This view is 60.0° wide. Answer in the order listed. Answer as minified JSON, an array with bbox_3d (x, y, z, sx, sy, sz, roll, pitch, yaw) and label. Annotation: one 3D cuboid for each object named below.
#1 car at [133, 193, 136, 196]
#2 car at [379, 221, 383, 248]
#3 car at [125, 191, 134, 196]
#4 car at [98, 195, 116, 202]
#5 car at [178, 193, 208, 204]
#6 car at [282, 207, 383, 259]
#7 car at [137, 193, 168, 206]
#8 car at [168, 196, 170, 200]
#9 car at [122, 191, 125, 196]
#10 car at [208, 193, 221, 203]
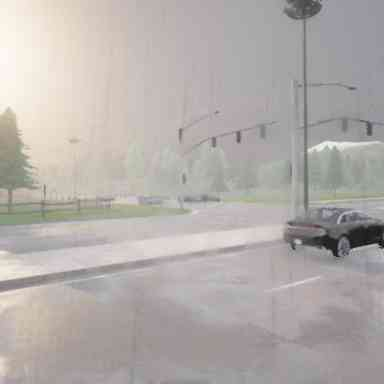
[{"bbox_3d":[-9.108,1.018,64.444,1.812,1.442,4.674,-1,1,-34],"label":"car"},{"bbox_3d":[7.220,1.414,8.909,4.718,1.301,1.895,-1,1,-35],"label":"car"},{"bbox_3d":[-14.960,0.399,79.020,2.097,1.767,4.553,-1,1,-35],"label":"car"},{"bbox_3d":[-15.800,1.212,61.802,1.895,1.301,4.718,-1,1,-34],"label":"car"},{"bbox_3d":[-0.299,0.987,51.670,2.128,1.511,4.902,-1,1,-35],"label":"car"},{"bbox_3d":[5.307,1.303,11.843,4.902,1.511,2.128,-1,1,-35],"label":"car"},{"bbox_3d":[-5.820,1.216,47.335,1.895,1.301,4.718,-1,1,-35],"label":"car"},{"bbox_3d":[-6.172,0.958,66.375,1.812,1.442,4.674,-1,1,-34],"label":"car"},{"bbox_3d":[-17.813,0.656,76.999,1.994,1.385,4.181,-1,1,-35],"label":"car"},{"bbox_3d":[2.675,0.939,53.531,1.837,1.490,4.892,-1,1,-35],"label":"car"}]
